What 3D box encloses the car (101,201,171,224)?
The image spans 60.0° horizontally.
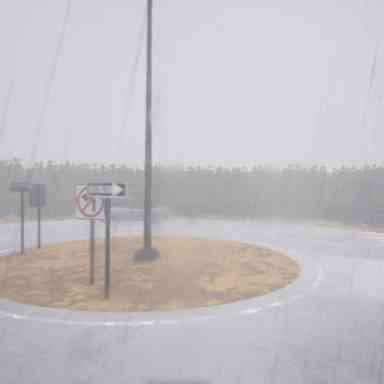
[{"bbox_3d":[-3.743,1.230,20.680,4.718,1.301,1.895,0,1,-12],"label":"car"}]
